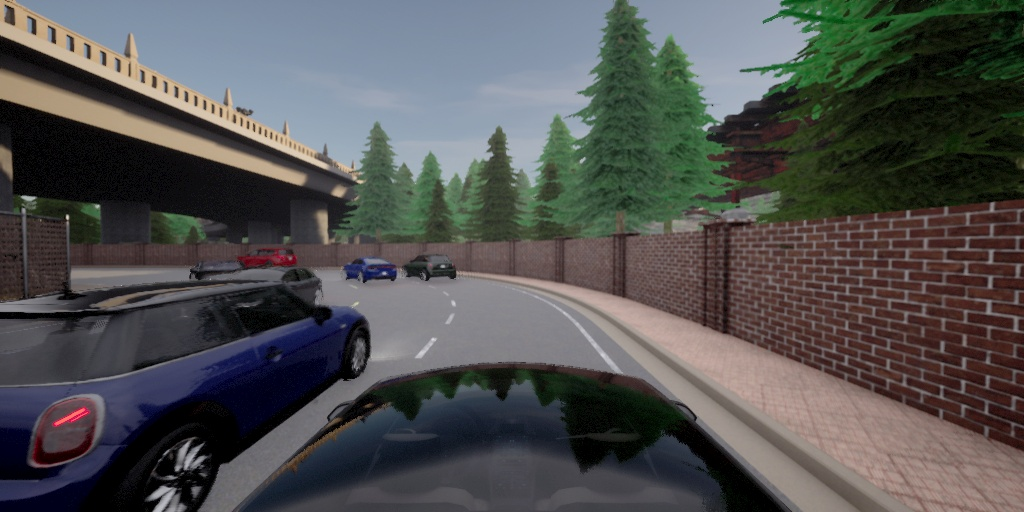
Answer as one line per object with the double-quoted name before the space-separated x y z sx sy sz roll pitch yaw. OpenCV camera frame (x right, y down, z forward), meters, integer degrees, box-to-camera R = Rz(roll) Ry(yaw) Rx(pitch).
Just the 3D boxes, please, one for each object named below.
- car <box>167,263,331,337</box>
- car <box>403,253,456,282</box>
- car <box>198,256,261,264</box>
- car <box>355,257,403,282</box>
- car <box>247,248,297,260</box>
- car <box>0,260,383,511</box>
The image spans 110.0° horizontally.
"car" -7.306 1.068 10.735 1.837 1.490 4.892 1 1 -8
"car" -5.588 0.644 23.839 2.097 1.767 4.553 -1 2 -38
"car" -13.673 0.930 16.766 4.902 1.511 2.128 1 1 44
"car" -8.920 0.803 22.227 1.882 1.535 5.008 0 1 -42
"car" -22.454 0.328 32.781 5.566 2.045 2.150 0 1 14
"car" -3.411 1.051 4.172 2.097 1.767 4.553 0 1 0
